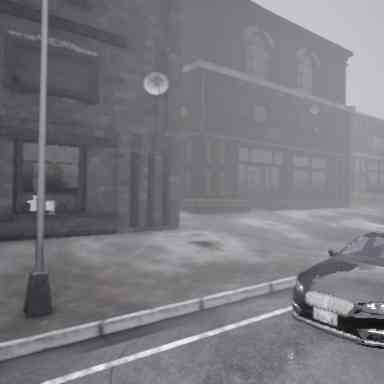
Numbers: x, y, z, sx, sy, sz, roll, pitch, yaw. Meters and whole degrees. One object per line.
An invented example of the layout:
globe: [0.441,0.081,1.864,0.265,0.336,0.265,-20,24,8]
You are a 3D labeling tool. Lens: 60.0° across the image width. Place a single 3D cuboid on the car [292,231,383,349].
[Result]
car: [3.886,1.509,6.153,4.902,1.511,2.128,0,0,-36]
